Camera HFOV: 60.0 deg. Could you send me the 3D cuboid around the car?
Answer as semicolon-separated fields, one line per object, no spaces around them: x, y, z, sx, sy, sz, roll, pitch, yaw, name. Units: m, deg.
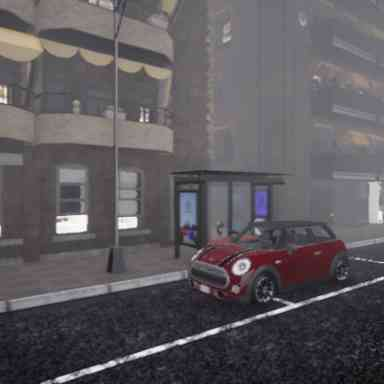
1.885;1.434;7.902;4.097;1.590;1.967;0;0;-35;car
